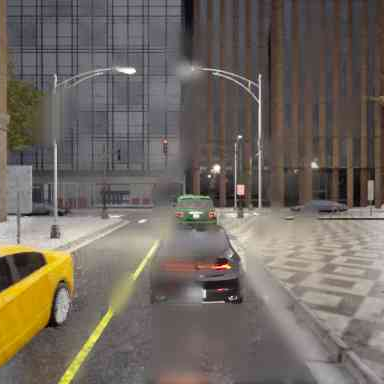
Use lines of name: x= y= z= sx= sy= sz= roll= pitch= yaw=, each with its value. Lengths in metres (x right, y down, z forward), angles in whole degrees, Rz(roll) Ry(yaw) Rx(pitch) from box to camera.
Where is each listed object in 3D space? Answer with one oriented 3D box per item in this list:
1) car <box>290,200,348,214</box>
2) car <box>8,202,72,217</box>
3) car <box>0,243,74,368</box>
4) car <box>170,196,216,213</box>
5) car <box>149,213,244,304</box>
car: x=12.734 y=1.487 z=33.514 sx=5.357 sy=1.411 sz=2.033 roll=0 pitch=0 yaw=0
car: x=-13.893 y=1.601 z=30.289 sx=5.357 sy=1.411 sz=2.033 roll=0 pitch=0 yaw=1
car: x=-3.105 y=1.477 z=4.139 sx=1.882 sy=1.535 sz=5.008 roll=0 pitch=0 yaw=0
car: x=0.041 y=1.219 z=18.134 sx=2.150 sy=2.045 sz=5.566 roll=0 pitch=0 yaw=-3
car: x=0.082 y=1.504 z=8.143 sx=1.837 sy=1.490 sz=4.892 roll=0 pitch=0 yaw=0
